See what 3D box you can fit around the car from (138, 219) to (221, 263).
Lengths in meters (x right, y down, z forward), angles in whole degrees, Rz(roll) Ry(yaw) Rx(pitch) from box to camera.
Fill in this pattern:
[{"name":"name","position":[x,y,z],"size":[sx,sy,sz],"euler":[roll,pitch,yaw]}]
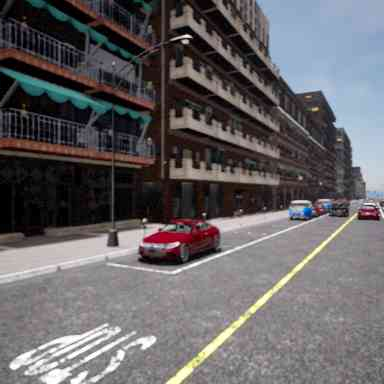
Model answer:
[{"name":"car","position":[-0.274,1.697,12.526],"size":[1.802,1.307,4.206],"euler":[-1,-1,29]}]

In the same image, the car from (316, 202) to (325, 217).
[{"name":"car","position":[13.230,2.070,37.057],"size":[1.802,1.307,4.206],"euler":[-1,-1,29]}]

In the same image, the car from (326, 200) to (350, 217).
[{"name":"car","position":[17.049,2.047,38.463],"size":[1.837,1.490,4.892],"euler":[0,-1,29]}]

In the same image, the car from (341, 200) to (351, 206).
[{"name":"car","position":[37.782,2.748,81.726],"size":[1.947,1.339,4.313],"euler":[-1,-1,29]}]

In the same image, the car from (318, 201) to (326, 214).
[{"name":"car","position":[15.959,2.146,42.020],"size":[1.802,1.307,4.206],"euler":[-1,-1,29]}]

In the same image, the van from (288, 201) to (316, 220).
[{"name":"van","position":[10.499,1.753,32.100],"size":[1.690,1.788,3.998],"euler":[-1,-1,29]}]

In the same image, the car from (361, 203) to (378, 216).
[{"name":"car","position":[22.711,2.167,42.519],"size":[1.812,1.442,4.674],"euler":[0,-1,29]}]

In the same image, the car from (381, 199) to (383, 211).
[{"name":"car","position":[31.452,2.274,52.852],"size":[1.967,1.590,4.097],"euler":[-1,-1,29]}]

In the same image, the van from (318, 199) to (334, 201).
[{"name":"van","position":[18.680,1.982,46.992],"size":[1.690,1.788,3.998],"euler":[-1,-1,29]}]

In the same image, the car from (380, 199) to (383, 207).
[{"name":"car","position":[45.107,2.537,77.661],"size":[2.192,1.841,5.009],"euler":[-1,-1,29]}]

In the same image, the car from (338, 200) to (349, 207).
[{"name":"car","position":[35.050,2.544,76.767],"size":[1.967,1.590,4.097],"euler":[-1,-1,29]}]

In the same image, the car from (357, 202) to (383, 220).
[{"name":"car","position":[17.907,2.070,33.681],"size":[1.994,1.385,4.181],"euler":[0,-1,29]}]
